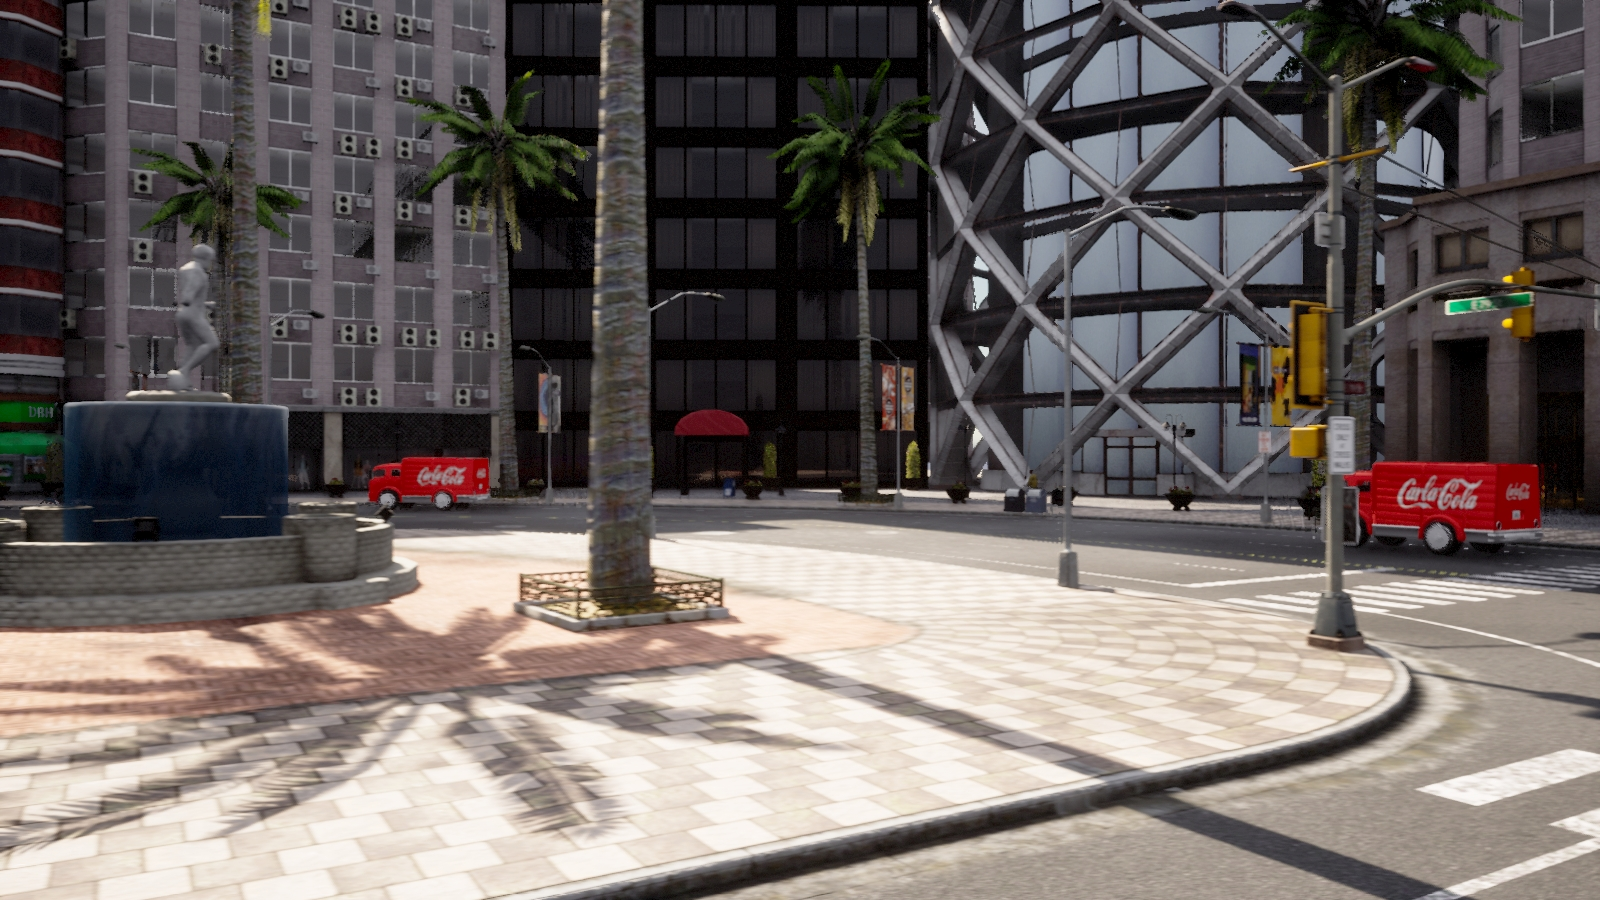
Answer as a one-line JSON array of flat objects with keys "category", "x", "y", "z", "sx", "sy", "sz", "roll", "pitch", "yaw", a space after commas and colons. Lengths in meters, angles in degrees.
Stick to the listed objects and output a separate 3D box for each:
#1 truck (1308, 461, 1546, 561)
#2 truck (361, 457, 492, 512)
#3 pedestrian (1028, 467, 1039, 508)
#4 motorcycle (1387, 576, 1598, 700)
[{"category": "truck", "x": 17.286, "y": 1.570, "z": 31.790, "sx": 2.627, "sy": 2.467, "sz": 5.204, "roll": 0, "pitch": 0, "yaw": -31}, {"category": "truck", "x": -17.321, "y": 1.575, "z": 53.173, "sx": 5.204, "sy": 2.467, "sz": 2.627, "roll": 0, "pitch": 0, "yaw": 4}, {"category": "pedestrian", "x": 10.662, "y": 1.702, "z": 52.134, "sx": 0.375, "sy": 1.860, "sz": 0.375, "roll": 0, "pitch": 0, "yaw": 40}, {"category": "motorcycle", "x": 8.293, "y": 2.214, "z": 13.786, "sx": 0.803, "sy": 1.145, "sz": 2.033, "roll": 0, "pitch": 0, "yaw": -30}]
